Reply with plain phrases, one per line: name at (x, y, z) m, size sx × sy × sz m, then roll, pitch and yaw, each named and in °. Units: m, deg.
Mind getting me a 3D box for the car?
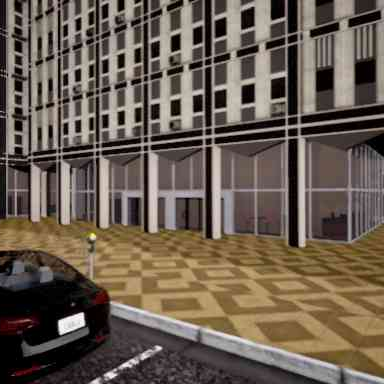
car at (-3.094, 1.565, 5.084) m, size 4.313 × 1.339 × 1.947 m, roll 0°, pitch 0°, yaw 36°
